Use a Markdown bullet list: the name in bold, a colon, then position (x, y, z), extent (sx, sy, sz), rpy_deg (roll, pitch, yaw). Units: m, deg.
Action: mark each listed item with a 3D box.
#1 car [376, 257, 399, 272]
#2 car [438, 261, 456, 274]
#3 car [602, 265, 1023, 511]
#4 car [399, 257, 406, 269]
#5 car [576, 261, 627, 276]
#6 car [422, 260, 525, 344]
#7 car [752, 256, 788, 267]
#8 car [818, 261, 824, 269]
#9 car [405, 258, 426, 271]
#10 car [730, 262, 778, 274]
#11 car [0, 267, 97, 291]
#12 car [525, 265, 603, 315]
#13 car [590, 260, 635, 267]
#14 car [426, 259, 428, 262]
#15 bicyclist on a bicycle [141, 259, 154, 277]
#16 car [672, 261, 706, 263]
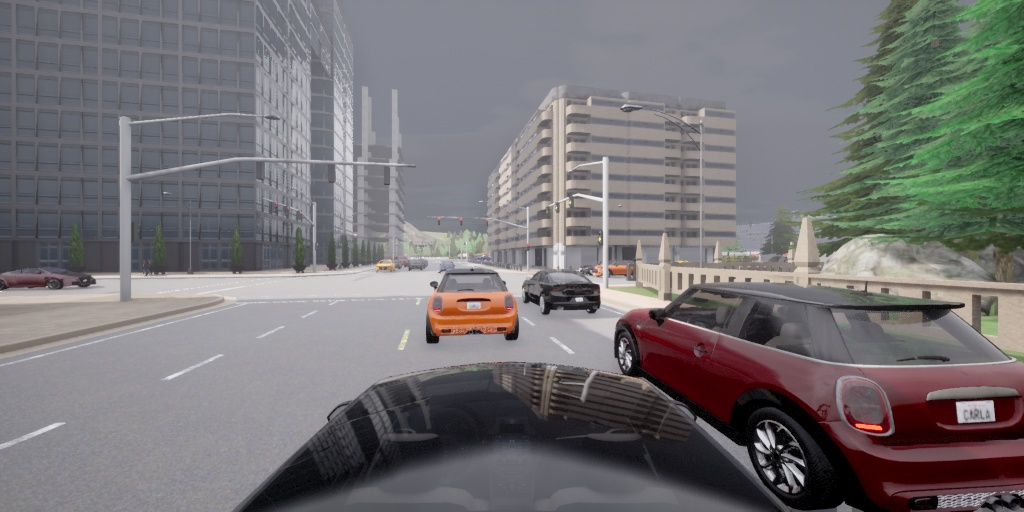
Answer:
- **car**: position (-15.890, 1.227, 45.227), extent (1.882, 1.535, 5.008), rpy_deg (0, 0, -12)
- **car**: position (-7.767, 1.297, 42.519), extent (2.033, 1.411, 5.357), rpy_deg (0, 0, -12)
- **car**: position (3.015, 1.102, 4.608), extent (2.097, 1.767, 4.553), rpy_deg (0, 0, -6)
- **car**: position (-17.853, 1.241, 54.441), extent (2.128, 1.511, 4.902), rpy_deg (0, 0, -12)
- **car**: position (9.480, 1.297, 38.108), extent (4.902, 1.511, 2.128), rpy_deg (0, 0, -12)
- **car**: position (-1.181, 1.102, 9.912), extent (2.097, 1.767, 4.553), rpy_deg (0, 0, -10)
- **car**: position (29.394, 1.024, 38.898), extent (5.566, 2.045, 2.150), rpy_deg (0, 0, -12)
- **car**: position (38.889, 1.369, 44.522), extent (4.181, 1.385, 1.994), rpy_deg (0, 0, -12)
- **car**: position (-13.083, 1.255, 48.868), extent (1.837, 1.490, 4.892), rpy_deg (0, 0, -12)
- **car**: position (28.515, 1.406, 42.288), extent (4.718, 1.301, 1.895), rpy_deg (0, 0, -12)
- **car**: position (-28.981, 1.369, 22.279), extent (4.181, 1.385, 1.994), rpy_deg (0, 0, -12)
- **car**: position (1.686, 1.228, 13.773), extent (1.882, 1.535, 5.008), rpy_deg (0, 0, -10)
- **car**: position (10.030, 1.157, 34.642), extent (4.553, 1.767, 2.097), rpy_deg (0, 0, -12)
- **car**: position (-14.936, 1.314, 57.571), extent (1.994, 1.385, 4.181), rpy_deg (0, 0, -12)
- **bicyclist on a bicycle**: position (-33.998, 1.106, 33.445), extent (0.582, 1.620, 1.656), rpy_deg (0, 0, -12)
- **car**: position (18.802, 1.331, 36.563), extent (4.674, 1.442, 1.812), rpy_deg (0, 0, -12)
